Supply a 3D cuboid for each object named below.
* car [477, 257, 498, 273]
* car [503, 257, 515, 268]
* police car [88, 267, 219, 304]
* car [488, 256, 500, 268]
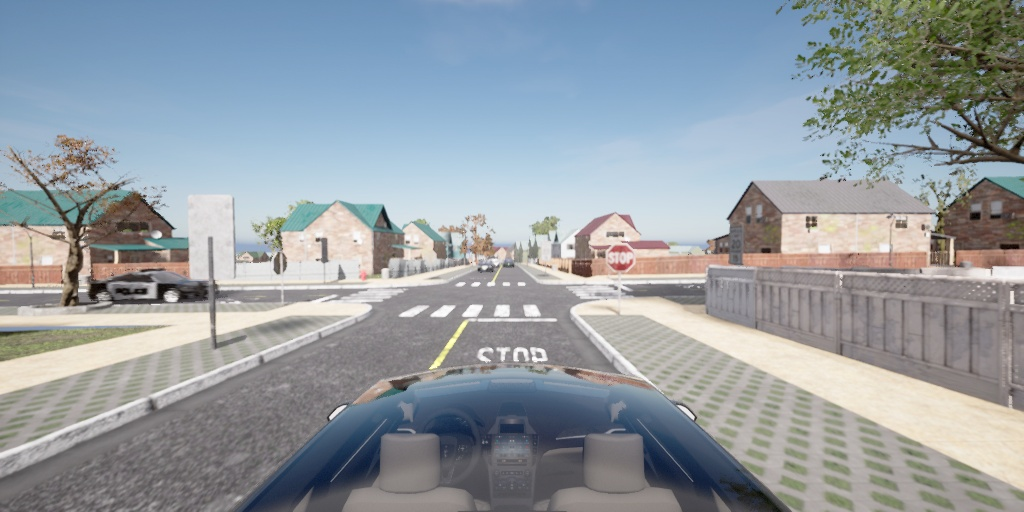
[{"bbox_3d":[-3.119,1.170,42.992,2.128,1.511,4.902,0,0,-1],"label":"car"},{"bbox_3d":[-0.561,1.291,62.226,1.994,1.385,4.181,0,0,-1],"label":"car"},{"bbox_3d":[-17.124,1.402,17.319,5.238,1.638,1.930,-1,2,0],"label":"police car"},{"bbox_3d":[-3.327,0.951,62.347,2.150,2.045,5.566,0,0,0],"label":"car"}]
